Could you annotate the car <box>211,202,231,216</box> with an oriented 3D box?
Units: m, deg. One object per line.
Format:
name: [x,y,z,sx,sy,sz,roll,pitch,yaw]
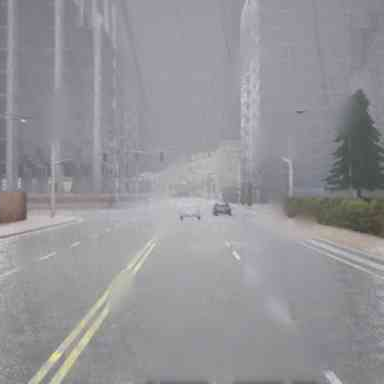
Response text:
car: [3.300,1.858,37.550,2.128,1.511,4.902,0,0,0]

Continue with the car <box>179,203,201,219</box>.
car: [-0.163,1.843,32.389,1.812,1.442,4.674,0,0,0]
